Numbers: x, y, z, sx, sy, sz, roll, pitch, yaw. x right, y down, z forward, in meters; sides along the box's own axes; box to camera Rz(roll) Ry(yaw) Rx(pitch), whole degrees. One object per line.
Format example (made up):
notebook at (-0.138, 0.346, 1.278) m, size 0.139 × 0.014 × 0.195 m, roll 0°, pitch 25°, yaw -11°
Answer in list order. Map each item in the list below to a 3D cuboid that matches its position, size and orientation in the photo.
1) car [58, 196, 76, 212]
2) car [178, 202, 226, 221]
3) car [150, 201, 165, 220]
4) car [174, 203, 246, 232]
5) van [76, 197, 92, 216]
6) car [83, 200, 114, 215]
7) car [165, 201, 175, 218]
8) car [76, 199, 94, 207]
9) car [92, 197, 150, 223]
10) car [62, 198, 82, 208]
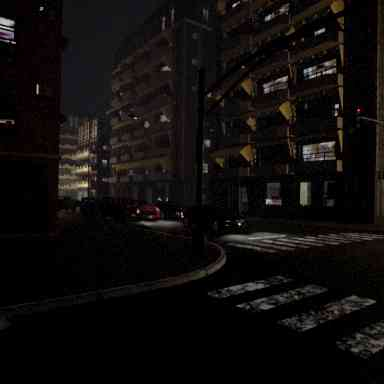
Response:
car at (-15.214, 1.368, 39.083) m, size 2.192 × 1.841 × 5.009 m, roll 1°, pitch -1°, yaw -35°
car at (0.777, 1.686, 30.118) m, size 1.752 × 1.417 × 4.829 m, roll 1°, pitch -1°, yaw -35°
car at (-4.549, 1.404, 28.285) m, size 2.097 × 1.767 × 4.553 m, roll 1°, pitch -1°, yaw -35°
car at (1.179, 1.527, 20.239) m, size 1.837 × 1.490 × 4.892 m, roll 1°, pitch -1°, yaw -36°
van at (-8.774, 1.354, 29.980) m, size 1.690 × 1.788 × 3.998 m, roll 1°, pitch -1°, yaw -35°
car at (-10.256, 1.650, 36.351) m, size 1.994 × 1.385 × 4.181 m, roll 1°, pitch -1°, yaw -35°
car at (-2.654, 1.621, 30.688) m, size 1.837 × 1.490 × 4.892 m, roll 1°, pitch -1°, yaw -35°
car at (-18.448, 1.867, 57.286) m, size 1.802 × 1.307 × 4.206 m, roll 1°, pitch -1°, yaw -35°
car at (-5.552, 1.310, 25.429) m, size 2.192 × 1.841 × 5.009 m, roll 1°, pitch -1°, yaw -35°
car at (-19.795, 1.793, 54.931) m, size 1.994 × 1.385 × 4.181 m, roll 1°, pitch -1°, yaw -35°
